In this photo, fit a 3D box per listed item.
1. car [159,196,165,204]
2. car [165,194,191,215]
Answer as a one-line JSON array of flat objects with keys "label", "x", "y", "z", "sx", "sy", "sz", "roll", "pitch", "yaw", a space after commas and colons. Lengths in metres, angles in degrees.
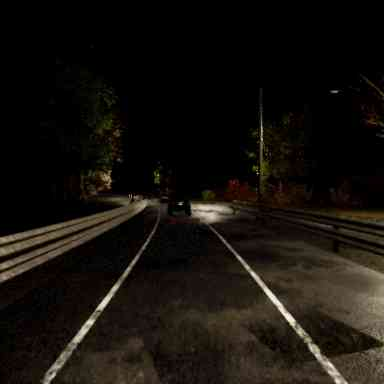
[{"label": "car", "x": -5.386, "y": 1.573, "z": 64.594, "sx": 2.033, "sy": 1.411, "sz": 5.357, "roll": 0, "pitch": 0, "yaw": -11}, {"label": "car", "x": -1.372, "y": 1.239, "z": 34.212, "sx": 2.150, "sy": 2.045, "sz": 5.566, "roll": 0, "pitch": 0, "yaw": -6}]
